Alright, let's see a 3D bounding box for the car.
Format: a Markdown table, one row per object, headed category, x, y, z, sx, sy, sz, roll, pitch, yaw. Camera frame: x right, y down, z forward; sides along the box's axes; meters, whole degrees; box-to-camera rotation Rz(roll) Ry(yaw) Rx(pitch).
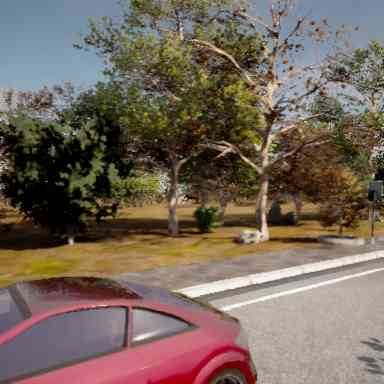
| category | x | y | z | sx | sy | sz | roll | pitch | yaw |
| --- | --- | --- | --- | --- | --- | --- | --- | --- | --- |
| car | -1.404 | 1.556 | 2.920 | 4.181 | 1.385 | 1.994 | 0 | 0 | -35 |
